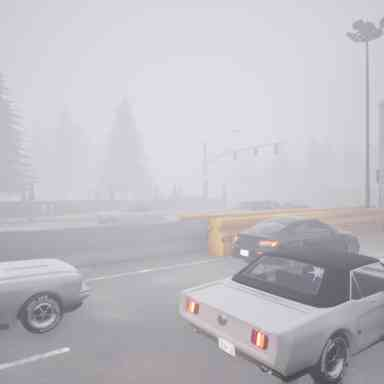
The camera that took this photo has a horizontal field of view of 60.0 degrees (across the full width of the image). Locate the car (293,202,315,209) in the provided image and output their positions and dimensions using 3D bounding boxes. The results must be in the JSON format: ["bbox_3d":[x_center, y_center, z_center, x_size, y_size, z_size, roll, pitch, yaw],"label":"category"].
[{"bbox_3d":[7.553,1.454,26.326,4.718,1.301,1.895,0,0,-35],"label":"car"}]

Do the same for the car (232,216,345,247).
[{"bbox_3d":[3.306,1.473,10.364,4.674,1.442,1.812,-1,0,-35],"label":"car"}]

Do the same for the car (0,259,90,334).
[{"bbox_3d":[-4.115,1.601,5.110,4.718,1.301,1.895,0,0,-35],"label":"car"}]

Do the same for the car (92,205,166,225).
[{"bbox_3d":[-4.203,1.542,22.433,4.718,1.301,1.895,-1,0,-35],"label":"car"}]

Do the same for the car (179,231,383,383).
[{"bbox_3d":[2.237,1.576,5.323,4.718,1.301,1.895,-1,0,-35],"label":"car"}]

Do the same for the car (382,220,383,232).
[{"bbox_3d":[10.695,1.406,15.604,4.674,1.442,1.812,-1,0,-36],"label":"car"}]

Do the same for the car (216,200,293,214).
[{"bbox_3d":[3.348,1.260,19.164,4.553,1.767,2.097,-1,0,-35],"label":"car"}]
